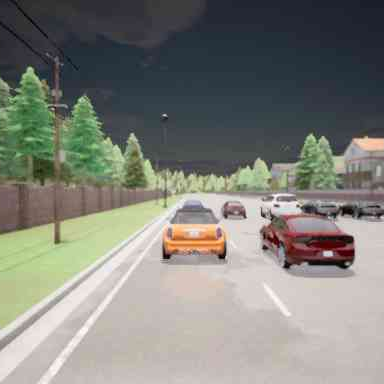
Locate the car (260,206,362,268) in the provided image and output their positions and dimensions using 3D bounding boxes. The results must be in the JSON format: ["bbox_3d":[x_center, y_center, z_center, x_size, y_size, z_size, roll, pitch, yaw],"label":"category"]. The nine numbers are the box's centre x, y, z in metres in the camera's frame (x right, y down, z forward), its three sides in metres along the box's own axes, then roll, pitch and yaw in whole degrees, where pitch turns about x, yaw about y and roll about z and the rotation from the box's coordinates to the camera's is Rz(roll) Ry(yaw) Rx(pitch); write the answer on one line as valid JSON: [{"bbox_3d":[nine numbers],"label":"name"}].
[{"bbox_3d":[3.581,1.464,11.205,1.882,1.535,5.008,0,0,0],"label":"car"}]

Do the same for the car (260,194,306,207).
[{"bbox_3d":[7.086,1.187,27.207,2.150,2.045,5.566,0,0,0],"label":"car"}]

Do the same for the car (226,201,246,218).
[{"bbox_3d":[3.589,1.490,29.140,1.812,1.442,4.674,0,0,0],"label":"car"}]

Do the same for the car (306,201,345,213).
[{"bbox_3d":[10.586,1.457,28.104,2.128,1.511,4.902,0,0,0],"label":"car"}]

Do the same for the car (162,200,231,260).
[{"bbox_3d":[0.084,1.337,12.562,2.097,1.767,4.553,0,0,0],"label":"car"}]

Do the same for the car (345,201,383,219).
[{"bbox_3d":[14.086,1.457,28.099,2.128,1.511,4.902,0,0,0],"label":"car"}]

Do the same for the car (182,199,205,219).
[{"bbox_3d":[0.090,1.441,29.723,1.882,1.535,5.008,0,0,0],"label":"car"}]
